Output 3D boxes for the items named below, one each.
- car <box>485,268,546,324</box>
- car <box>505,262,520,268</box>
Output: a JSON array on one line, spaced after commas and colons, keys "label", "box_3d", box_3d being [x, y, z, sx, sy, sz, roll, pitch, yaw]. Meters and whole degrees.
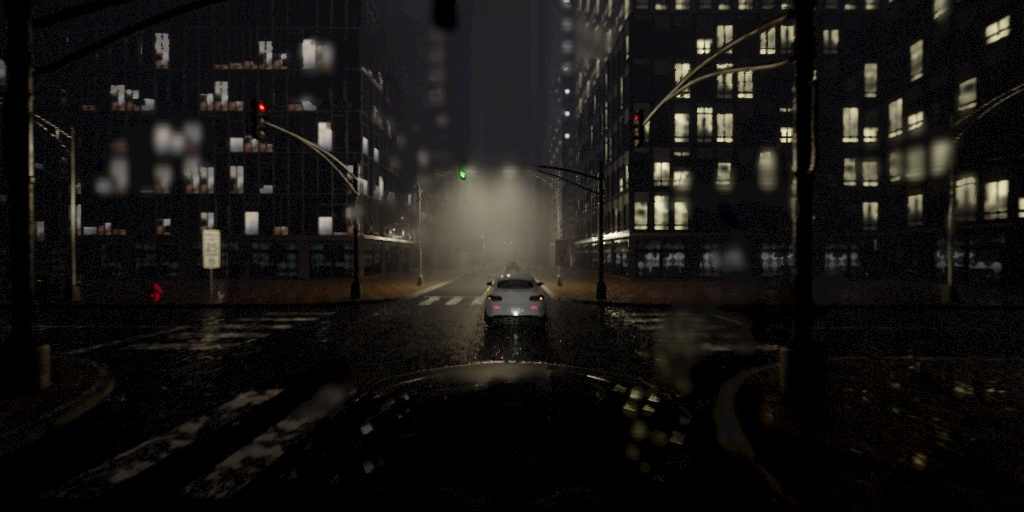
[{"label": "car", "box_3d": [0.106, 1.314, 12.158, 1.812, 1.442, 4.674, 0, 0, 0]}, {"label": "car", "box_3d": [0.035, 1.577, 53.657, 1.837, 1.490, 4.892, 0, 0, 0]}]
